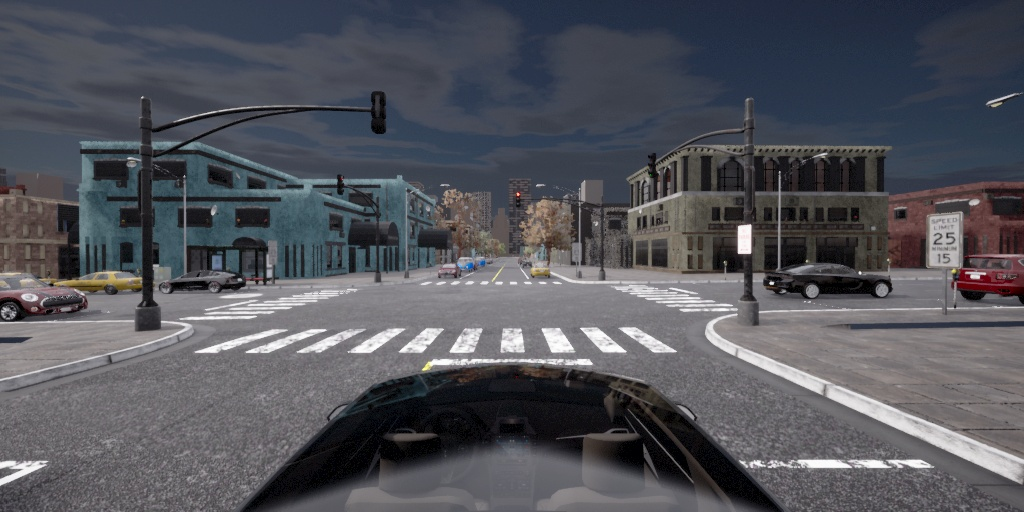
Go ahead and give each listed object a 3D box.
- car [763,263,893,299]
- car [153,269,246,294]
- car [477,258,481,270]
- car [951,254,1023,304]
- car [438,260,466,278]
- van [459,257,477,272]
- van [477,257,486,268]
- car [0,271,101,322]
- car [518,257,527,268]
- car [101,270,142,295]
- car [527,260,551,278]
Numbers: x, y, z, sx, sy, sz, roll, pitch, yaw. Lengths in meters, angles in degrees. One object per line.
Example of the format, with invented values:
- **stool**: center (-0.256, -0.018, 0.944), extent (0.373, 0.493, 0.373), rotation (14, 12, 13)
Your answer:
- **car**: center (14.178, 1.050, 16.204), extent (5.008, 1.535, 1.882), rotation (-1, 1, -1)
- **car**: center (-18.227, 1.474, 21.258), extent (4.313, 1.339, 1.948), rotation (0, 0, -1)
- **car**: center (-5.782, 1.285, 50.108), extent (1.888, 1.381, 4.507), rotation (0, 0, 0)
- **car**: center (19.925, 0.842, 13.634), extent (5.009, 1.841, 2.192), rotation (0, 0, -1)
- **car**: center (-5.748, 1.326, 33.469), extent (1.802, 1.307, 4.207), rotation (0, 0, 0)
- **van**: center (-5.770, 1.082, 44.561), extent (1.690, 1.789, 3.998), rotation (0, 0, 0)
- **van**: center (-5.803, 1.078, 61.200), extent (1.690, 1.789, 3.998), rotation (0, 0, 0)
- **car**: center (-18.091, 1.423, 12.912), extent (4.097, 1.591, 1.967), rotation (0, 0, -1)
- **car**: center (2.578, 1.288, 61.217), extent (2.007, 1.370, 4.403), rotation (0, 0, 0)
- **car**: center (-24.050, 1.501, 21.142), extent (4.829, 1.417, 1.751), rotation (0, 0, -1)
- **car**: center (2.631, 1.269, 33.655), extent (1.751, 1.417, 4.829), rotation (0, 0, 0)
